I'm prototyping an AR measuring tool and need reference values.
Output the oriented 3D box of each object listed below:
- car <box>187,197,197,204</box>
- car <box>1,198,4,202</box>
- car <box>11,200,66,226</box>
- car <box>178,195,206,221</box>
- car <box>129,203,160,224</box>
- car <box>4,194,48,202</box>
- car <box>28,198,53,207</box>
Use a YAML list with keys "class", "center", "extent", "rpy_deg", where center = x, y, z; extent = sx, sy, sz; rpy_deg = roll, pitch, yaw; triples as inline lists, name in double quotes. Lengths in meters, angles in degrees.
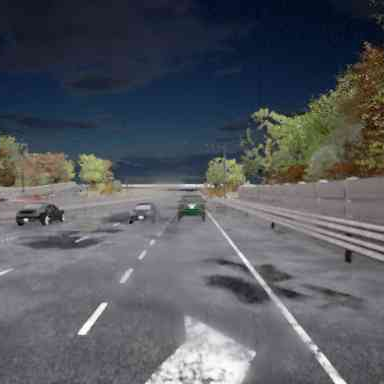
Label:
- class: "car"
  center: [-0.023, 1.725, 66.472]
  extent: [1.895, 1.301, 4.718]
  rpy_deg: [0, 0, 0]
- class: "car"
  center: [-28.060, 1.648, 53.287]
  extent: [1.994, 1.385, 4.181]
  rpy_deg: [0, 0, 1]
- class: "car"
  center: [-10.408, 1.520, 23.262]
  extent: [1.837, 1.490, 4.892]
  rpy_deg: [0, 0, 0]
- class: "car"
  center: [-0.012, 1.244, 27.832]
  extent: [2.150, 2.045, 5.566]
  rpy_deg: [0, 0, 0]
- class: "car"
  center: [-3.412, 1.543, 24.539]
  extent: [1.812, 1.442, 4.674]
  rpy_deg: [0, 0, 0]
- class: "car"
  center: [-21.070, 1.275, 42.443]
  extent: [2.150, 2.045, 5.566]
  rpy_deg: [0, 0, 1]
- class: "car"
  center: [-24.553, 1.650, 54.079]
  extent: [1.994, 1.385, 4.181]
  rpy_deg: [0, 0, 1]
